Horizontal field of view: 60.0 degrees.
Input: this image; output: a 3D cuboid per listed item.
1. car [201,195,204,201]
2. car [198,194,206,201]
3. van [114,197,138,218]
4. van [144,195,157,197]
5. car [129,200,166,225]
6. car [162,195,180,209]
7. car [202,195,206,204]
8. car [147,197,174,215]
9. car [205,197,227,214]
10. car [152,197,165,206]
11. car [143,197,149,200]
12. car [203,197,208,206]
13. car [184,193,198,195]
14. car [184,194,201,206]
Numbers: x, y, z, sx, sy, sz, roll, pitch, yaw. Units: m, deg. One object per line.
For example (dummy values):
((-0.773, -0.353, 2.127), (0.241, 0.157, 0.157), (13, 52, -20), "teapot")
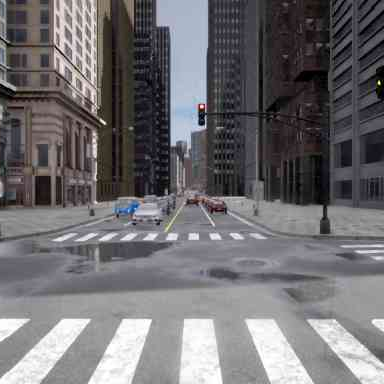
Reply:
((2.737, 1.546, 52.203), (1.752, 1.417, 4.829), (0, 0, 0), "car")
((2.702, 1.490, 90.712), (1.967, 1.590, 4.097), (0, 0, 0), "car")
((-5.800, 1.347, 29.944), (1.690, 1.788, 3.998), (0, 0, 0), "van")
((-5.809, 1.357, 46.519), (1.690, 1.788, 3.998), (0, 0, 0), "van")
((-3.118, 1.529, 24.012), (1.812, 1.442, 4.674), (0, 0, -2), "car")
((-3.120, 1.506, 44.314), (2.128, 1.511, 4.902), (0, 0, 0), "car")
((2.742, 1.561, 46.508), (1.887, 1.381, 4.507), (0, 0, 0), "car")
((-3.122, 1.513, 34.055), (1.837, 1.490, 4.892), (0, 0, 0), "car")
((2.752, 1.553, 35.457), (1.887, 1.381, 4.507), (0, 0, 0), "car")
((-5.814, 1.606, 57.569), (1.802, 1.307, 4.206), (0, 0, 0), "car")
((-5.803, 1.553, 35.469), (1.887, 1.381, 4.507), (0, 0, 0), "car")
((2.747, 1.557, 40.982), (1.887, 1.381, 4.507), (0, 0, 0), "car")
((-0.044, 1.522, 65.170), (2.128, 1.511, 4.902), (0, 0, 0), "car")
((0.014, 1.500, 54.790), (1.882, 1.535, 5.008), (0, 0, 0), "car")
